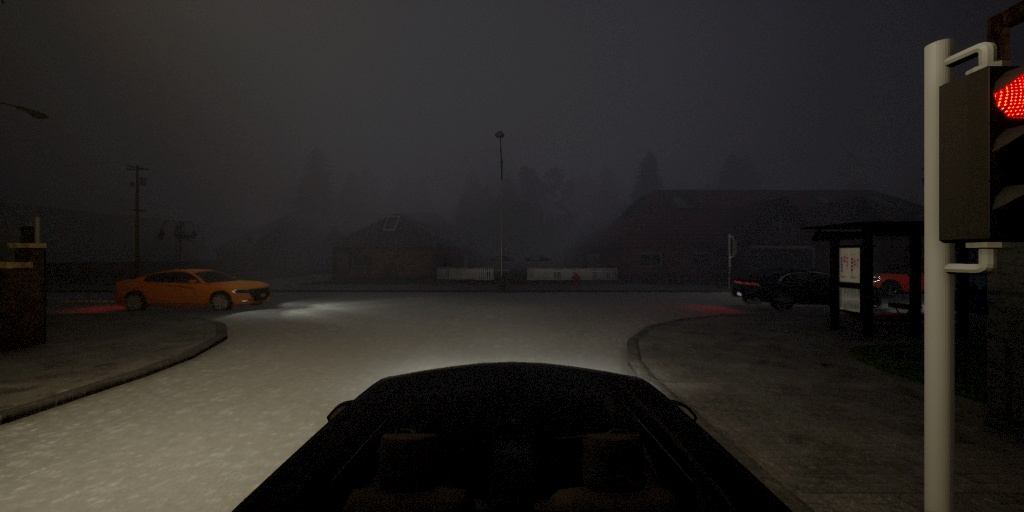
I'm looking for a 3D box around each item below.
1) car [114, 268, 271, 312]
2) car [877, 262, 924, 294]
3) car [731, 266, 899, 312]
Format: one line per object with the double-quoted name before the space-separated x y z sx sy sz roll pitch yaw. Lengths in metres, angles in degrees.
"car" -11.999 1.228 13.677 5.008 1.535 1.882 0 0 0
"car" 19.209 1.102 17.880 4.553 1.767 2.097 0 0 0
"car" 11.086 1.241 13.679 4.902 1.511 2.128 0 0 0
